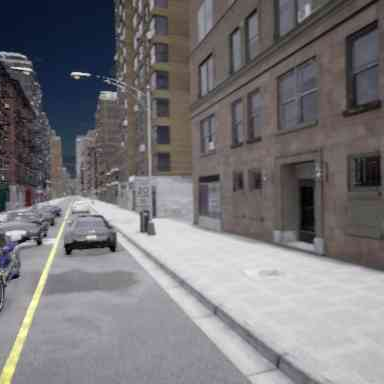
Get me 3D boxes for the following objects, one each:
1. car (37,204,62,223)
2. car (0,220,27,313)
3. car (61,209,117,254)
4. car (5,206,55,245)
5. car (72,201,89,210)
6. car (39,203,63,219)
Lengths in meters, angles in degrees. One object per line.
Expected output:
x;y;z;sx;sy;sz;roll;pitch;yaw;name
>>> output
-11.251;1.743;25.106;2.128;1.511;4.902;-1;0;-19;car
-5.091;1.641;7.570;1.812;1.442;4.674;-1;0;-21;car
-4.379;1.663;14.274;1.994;1.385;4.181;-1;0;-19;car
-8.131;1.675;16.225;2.128;1.511;4.902;-1;0;-19;car
-13.472;1.821;40.178;1.812;1.442;4.674;-1;0;-19;car
-14.504;1.922;34.464;1.895;1.301;4.718;-1;0;-19;car
